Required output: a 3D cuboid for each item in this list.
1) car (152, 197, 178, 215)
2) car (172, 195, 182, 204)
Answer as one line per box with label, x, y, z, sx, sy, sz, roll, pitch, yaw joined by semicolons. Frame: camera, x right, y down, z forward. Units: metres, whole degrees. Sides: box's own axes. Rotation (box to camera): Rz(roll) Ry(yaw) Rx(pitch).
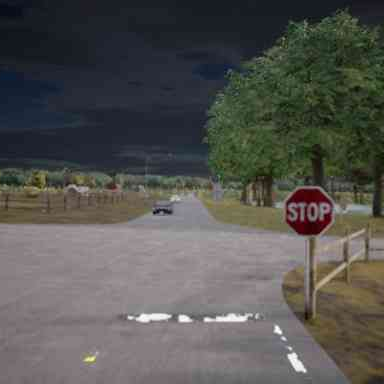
car;-2.762;1.495;32.900;2.033;1.411;5.357;0;0;0
car;-2.770;1.334;57.787;1.812;1.442;4.674;0;0;0
